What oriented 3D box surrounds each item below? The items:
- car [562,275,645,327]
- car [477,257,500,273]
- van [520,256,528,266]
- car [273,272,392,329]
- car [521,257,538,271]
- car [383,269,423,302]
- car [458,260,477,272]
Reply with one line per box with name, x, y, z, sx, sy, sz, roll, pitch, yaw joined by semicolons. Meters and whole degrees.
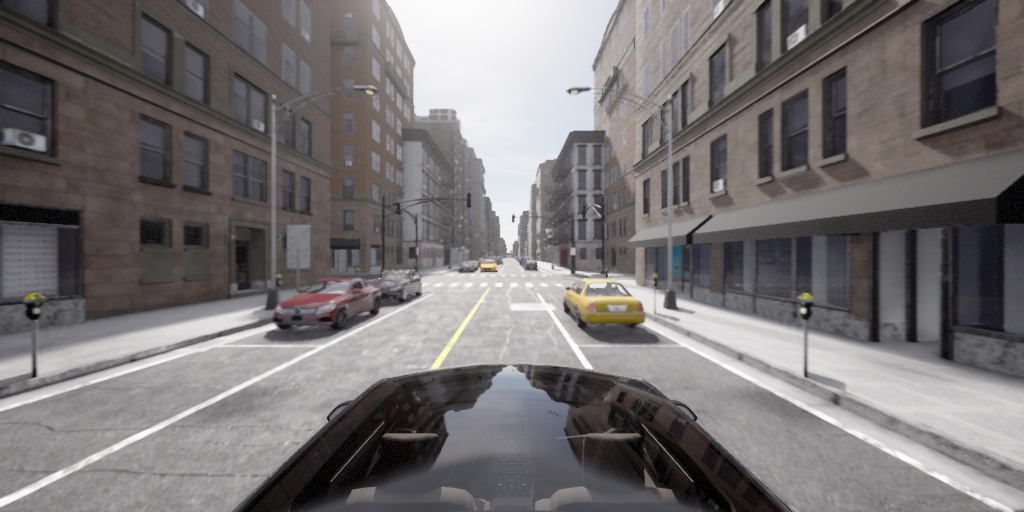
car;2.627;1.267;11.267;1.751;1.417;4.829;0;0;0
car;-2.795;1.230;43.478;1.882;1.535;5.008;0;1;0
van;2.580;1.039;54.466;1.690;1.789;3.998;0;0;0
car;-5.398;1.324;11.086;1.802;1.307;4.207;0;0;0
car;2.584;1.254;49.060;2.007;1.370;4.403;0;0;0
car;-5.404;1.288;16.767;2.007;1.370;4.403;0;0;0
car;-5.438;1.260;43.643;2.007;1.370;4.403;0;0;0
